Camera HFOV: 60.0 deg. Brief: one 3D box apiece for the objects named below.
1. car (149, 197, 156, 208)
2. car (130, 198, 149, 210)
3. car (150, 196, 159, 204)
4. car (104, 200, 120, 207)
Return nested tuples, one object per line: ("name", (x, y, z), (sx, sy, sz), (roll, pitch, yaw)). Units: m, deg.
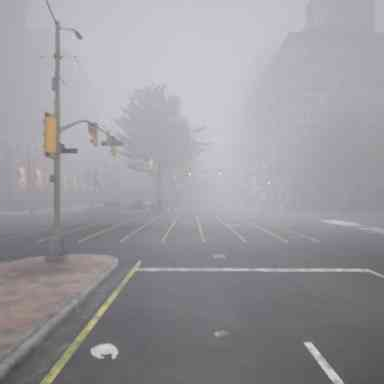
("car", (-8.009, 2.023, 59.014), (1.812, 1.442, 4.674), (0, 0, 1))
("car", (-8.060, 1.924, 49.755), (1.837, 1.490, 4.892), (0, 0, 0))
("car", (-7.971, 1.813, 69.767), (2.150, 2.045, 5.566), (0, 0, 0))
("car", (-14.724, 2.109, 61.101), (1.895, 1.301, 4.718), (0, 0, 0))
